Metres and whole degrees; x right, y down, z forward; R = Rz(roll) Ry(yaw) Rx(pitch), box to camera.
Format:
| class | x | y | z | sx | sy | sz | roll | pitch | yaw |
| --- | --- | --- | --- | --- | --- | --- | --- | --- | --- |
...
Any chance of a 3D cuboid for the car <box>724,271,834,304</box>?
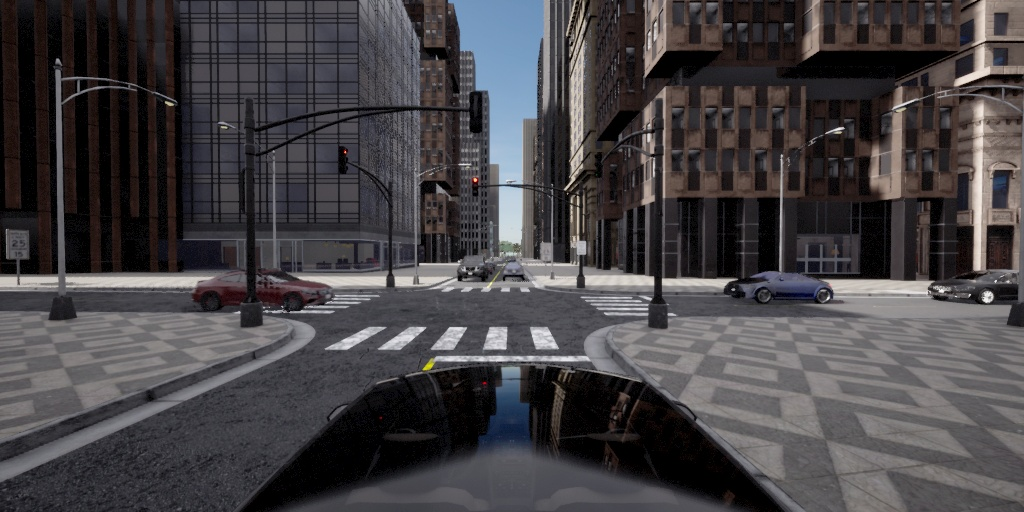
| class | x | y | z | sx | sy | sz | roll | pitch | yaw |
| --- | --- | --- | --- | --- | --- | --- | --- | --- | --- |
| car | 12.225 | 1.389 | 16.585 | 4.181 | 1.385 | 1.994 | 0 | 1 | 0 |

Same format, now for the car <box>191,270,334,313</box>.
| class | x | y | z | sx | sy | sz | roll | pitch | yaw |
| --- | --- | --- | --- | --- | --- | --- | --- | --- | --- |
| car | -9.174 | 1.232 | 13.333 | 4.674 | 1.442 | 1.812 | 0 | 1 | 0 |

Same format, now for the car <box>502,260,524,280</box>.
| class | x | y | z | sx | sy | sz | roll | pitch | yaw |
| --- | --- | --- | --- | --- | --- | --- | --- | --- | --- |
| car | 0.119 | 1.282 | 31.185 | 2.033 | 1.411 | 5.357 | 0 | 0 | -1 |

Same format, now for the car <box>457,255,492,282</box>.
| class | x | y | z | sx | sy | sz | roll | pitch | yaw |
| --- | --- | --- | --- | --- | --- | --- | --- | --- | --- |
| car | -3.117 | 0.957 | 29.549 | 2.150 | 2.045 | 5.566 | 0 | 0 | 0 |

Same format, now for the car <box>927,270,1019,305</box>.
| class | x | y | z | sx | sy | sz | roll | pitch | yaw |
| --- | --- | --- | --- | --- | --- | --- | --- | --- | --- |
| car | 22.306 | 1.405 | 16.609 | 4.892 | 1.490 | 1.837 | 0 | 1 | 0 |

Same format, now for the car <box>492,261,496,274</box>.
| class | x | y | z | sx | sy | sz | roll | pitch | yaw |
| --- | --- | --- | --- | --- | --- | --- | --- | --- | --- |
| car | -3.115 | 1.291 | 39.575 | 1.994 | 1.385 | 4.181 | 0 | 0 | 0 |
